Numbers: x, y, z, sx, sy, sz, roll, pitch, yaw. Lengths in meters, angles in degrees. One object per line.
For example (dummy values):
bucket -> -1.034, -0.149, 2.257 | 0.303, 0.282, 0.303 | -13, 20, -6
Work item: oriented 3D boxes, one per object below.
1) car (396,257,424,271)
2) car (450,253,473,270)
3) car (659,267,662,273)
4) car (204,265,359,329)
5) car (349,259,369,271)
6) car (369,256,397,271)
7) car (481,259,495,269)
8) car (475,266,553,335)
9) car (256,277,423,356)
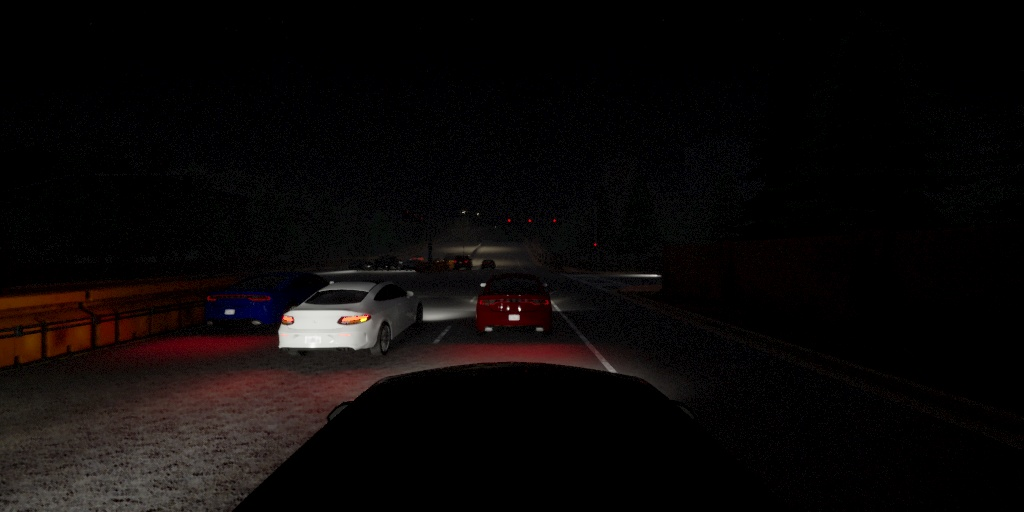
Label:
car -> -14.200, 1.275, 50.242 | 1.812, 1.442, 4.674 | 0, 0, 0
car -> -7.005, 0.970, 51.608 | 2.150, 2.045, 5.566 | 0, 0, 0
car -> 17.273, 1.313, 36.498 | 4.181, 1.385, 1.994 | 0, 0, 0
car -> -6.942, 1.227, 11.306 | 1.882, 1.535, 5.008 | 0, 0, 0
car -> -21.197, 1.240, 50.341 | 2.128, 1.511, 4.902 | 0, 0, 0
car -> -17.698, 0.971, 50.514 | 2.150, 2.045, 5.566 | 0, 0, 0
car -> -3.510, 1.226, 53.994 | 1.882, 1.535, 5.008 | 0, 0, 0
car -> 0.056, 1.227, 10.499 | 1.882, 1.535, 5.008 | 0, 0, 0
car -> -3.449, 1.276, 8.468 | 1.812, 1.442, 4.674 | 0, 0, -1
